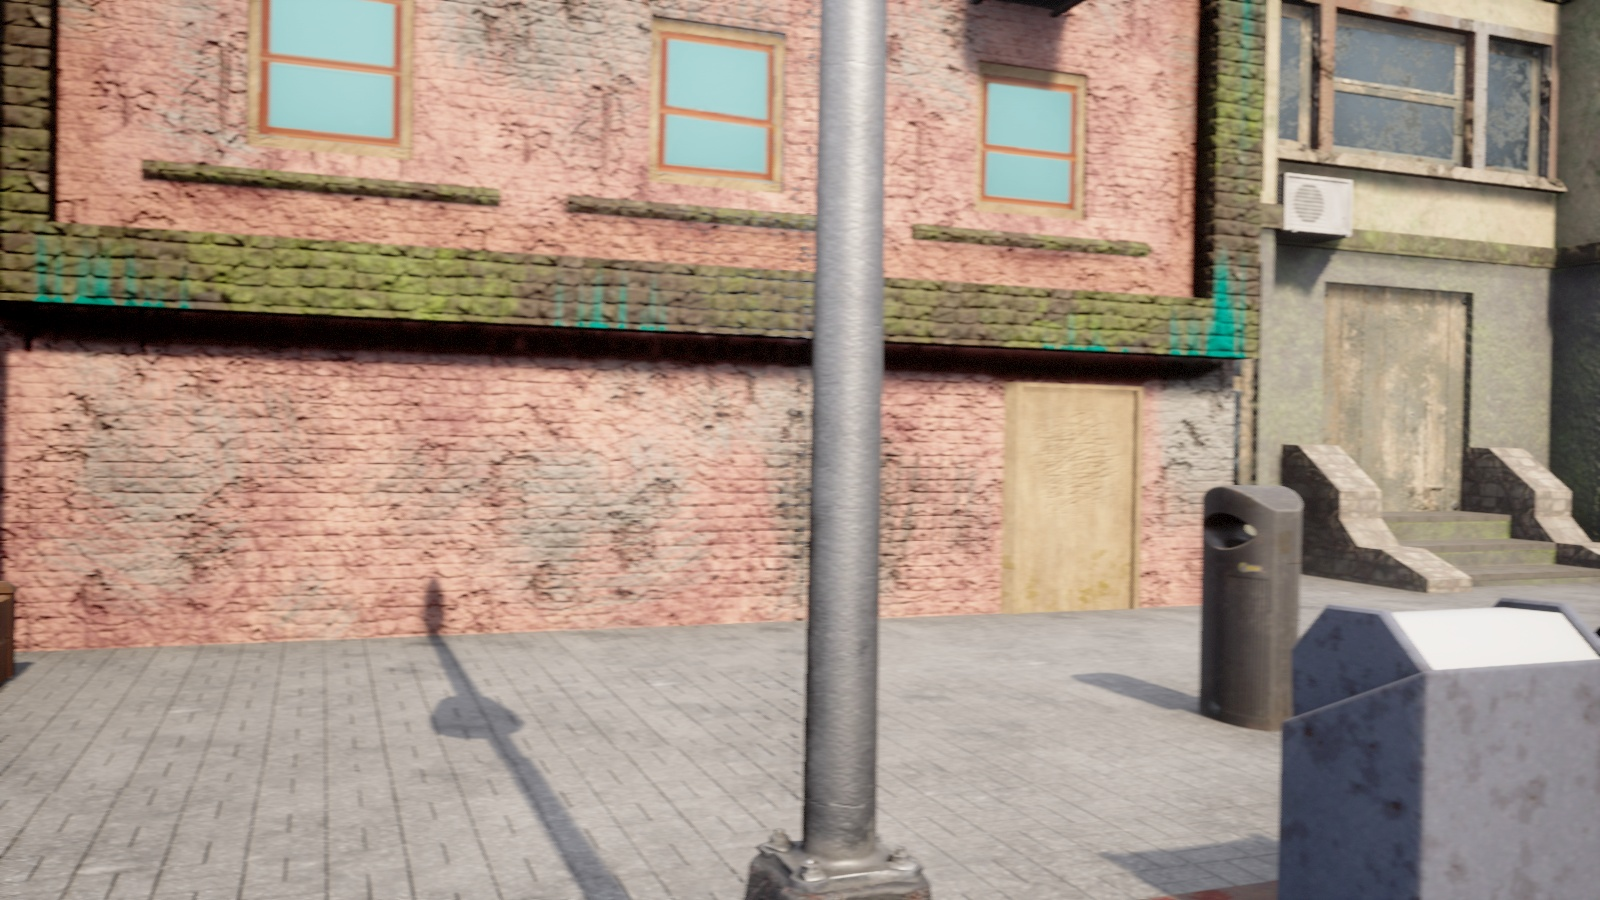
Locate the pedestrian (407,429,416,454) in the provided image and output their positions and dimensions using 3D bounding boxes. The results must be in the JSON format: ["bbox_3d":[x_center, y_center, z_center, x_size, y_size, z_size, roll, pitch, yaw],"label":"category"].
[{"bbox_3d":[-28.260,-0.628,91.313,0.594,1.836,0.345,-1,1,-22],"label":"pedestrian"}]
